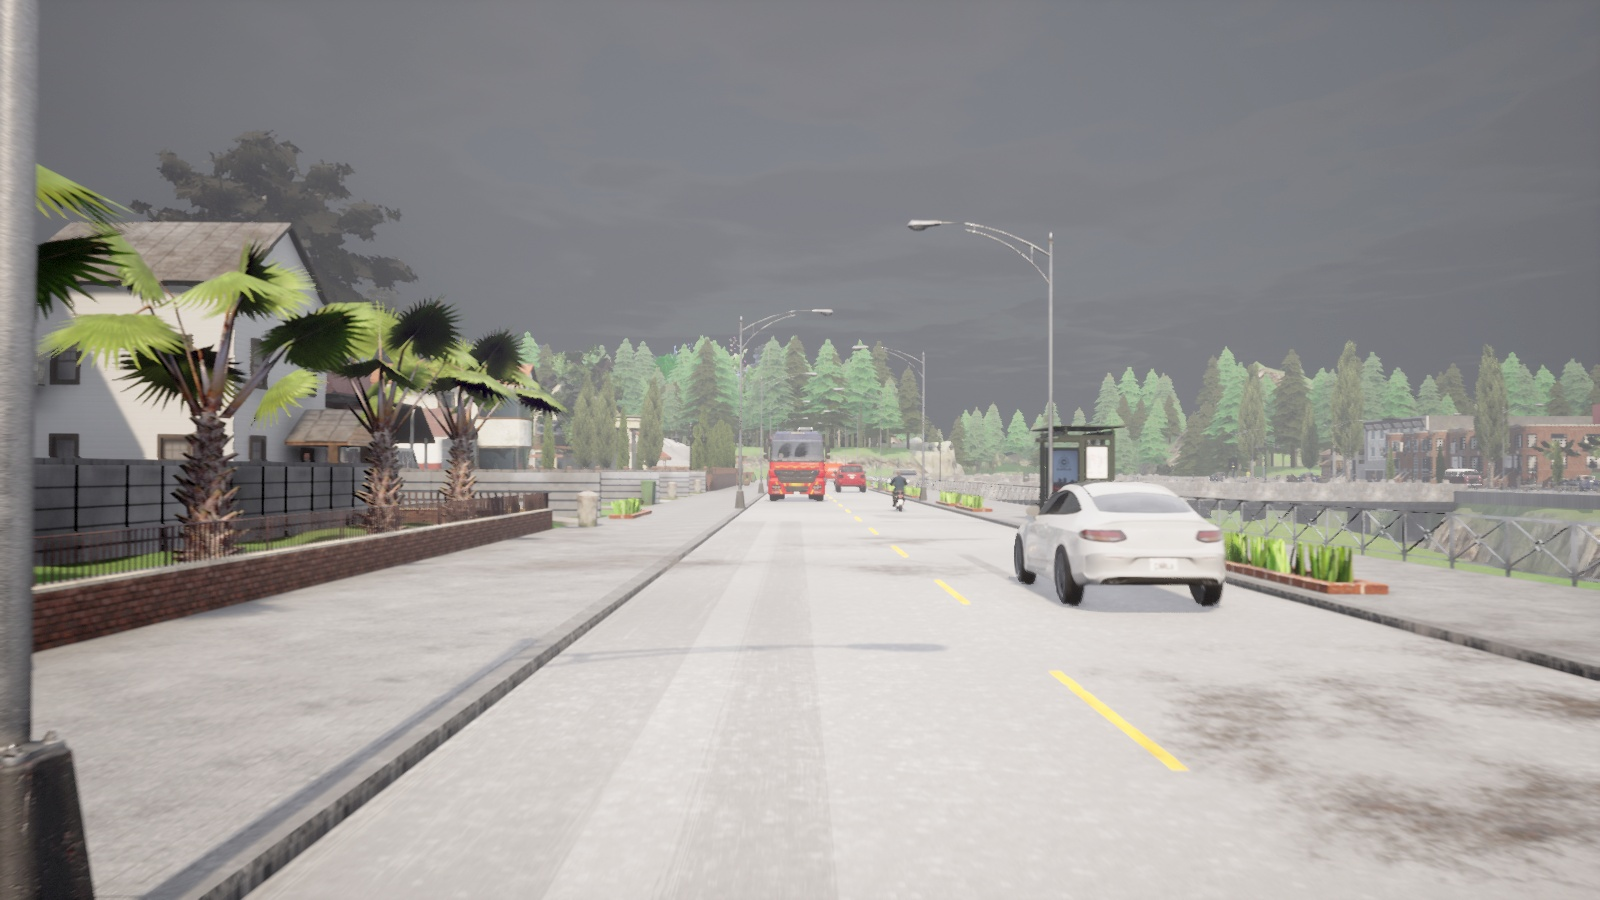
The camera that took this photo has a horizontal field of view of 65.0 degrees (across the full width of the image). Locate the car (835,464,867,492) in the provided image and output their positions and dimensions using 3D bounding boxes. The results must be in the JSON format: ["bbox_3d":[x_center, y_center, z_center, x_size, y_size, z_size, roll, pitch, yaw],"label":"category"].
[{"bbox_3d":[3.778,2.095,94.200,2.150,2.045,5.566,0,-1,0],"label":"car"}]

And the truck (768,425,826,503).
[{"bbox_3d":[-0.162,0.767,66.690,2.891,3.827,8.468,0,-1,0],"label":"truck"}]

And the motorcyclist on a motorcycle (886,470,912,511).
[{"bbox_3d":[3.884,1.579,49.375,0.866,1.590,1.817,0,-1,0],"label":"motorcyclist on a motorcycle"}]

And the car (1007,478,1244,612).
[{"bbox_3d":[3.962,1.095,16.145,1.812,1.442,4.674,0,-1,0],"label":"car"}]
